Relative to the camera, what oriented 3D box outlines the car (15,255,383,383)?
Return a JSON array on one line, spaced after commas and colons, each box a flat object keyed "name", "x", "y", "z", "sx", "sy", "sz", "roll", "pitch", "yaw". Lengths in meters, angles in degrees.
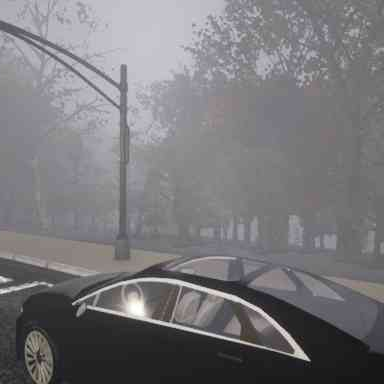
[{"name": "car", "x": -0.017, "y": 1.491, "z": 3.712, "sx": 4.902, "sy": 1.511, "sz": 2.128, "roll": 0, "pitch": 0, "yaw": 34}]
